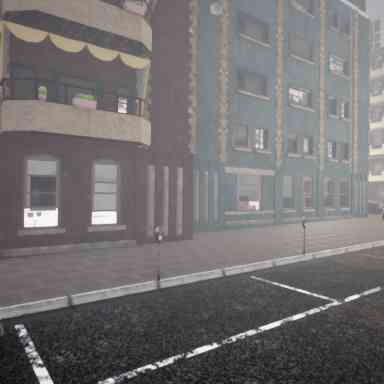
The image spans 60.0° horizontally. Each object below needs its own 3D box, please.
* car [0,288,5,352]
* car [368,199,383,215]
[{"bbox_3d":[-4.195,1.566,3.097,4.313,1.339,1.947,0,1,-35],"label":"car"},{"bbox_3d":[16.142,1.239,32.639,2.192,1.841,5.009,1,0,-36],"label":"car"}]
